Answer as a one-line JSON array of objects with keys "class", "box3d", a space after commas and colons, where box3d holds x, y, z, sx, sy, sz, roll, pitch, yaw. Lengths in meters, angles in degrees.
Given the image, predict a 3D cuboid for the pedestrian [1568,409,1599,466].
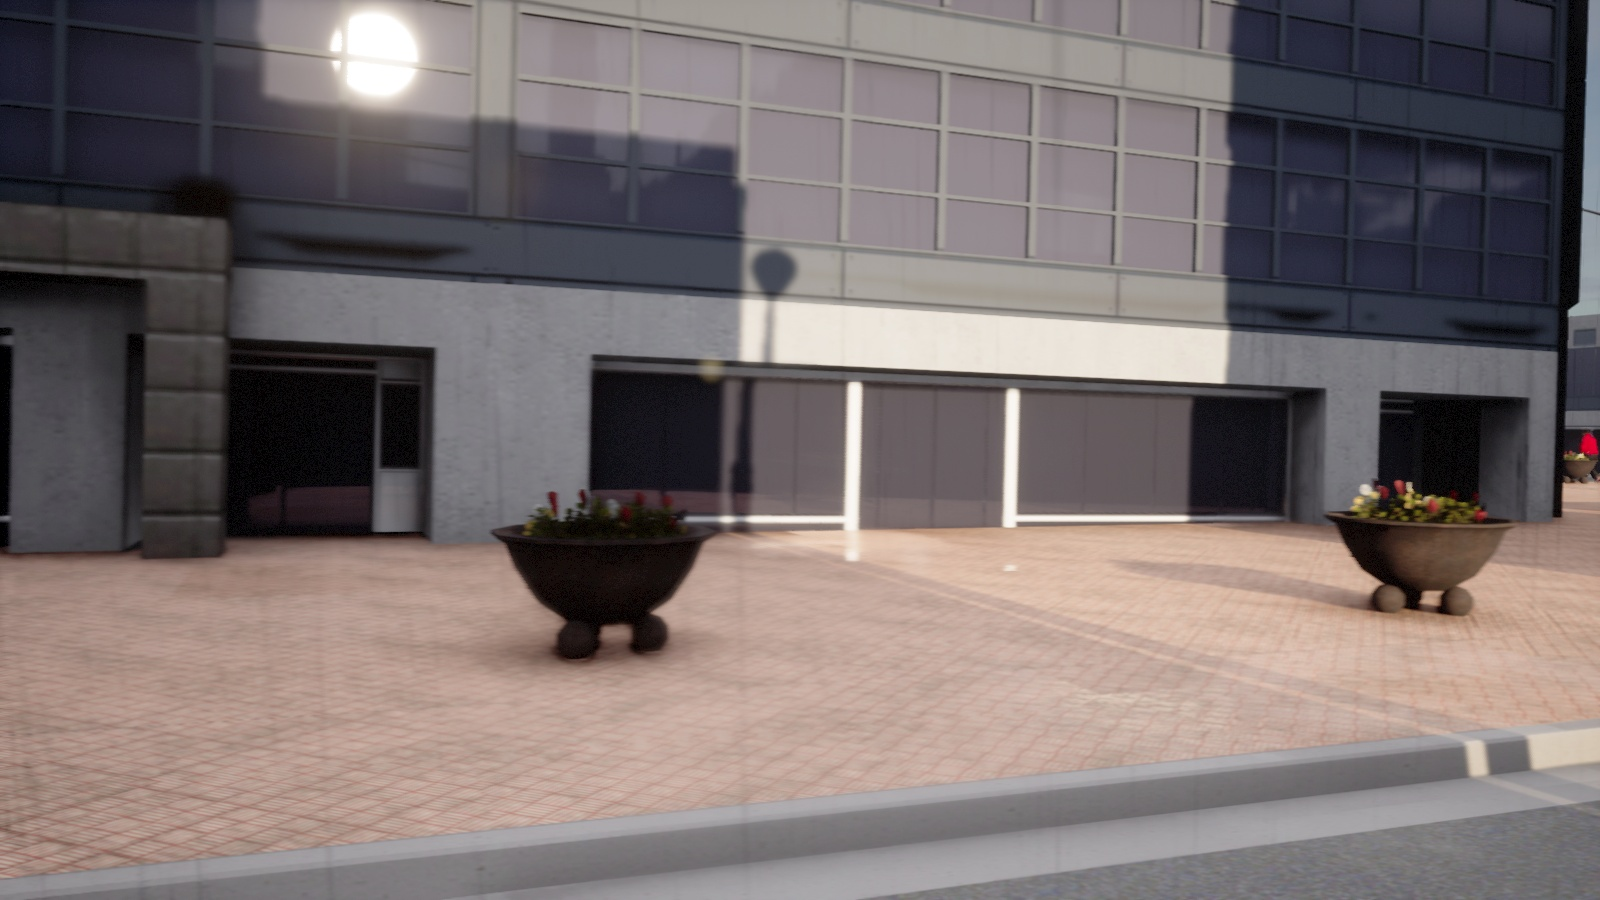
[{"class": "pedestrian", "box3d": [25.834, -0.425, 41.185, 0.634, 1.844, 0.899, 0, 1, -21]}]
